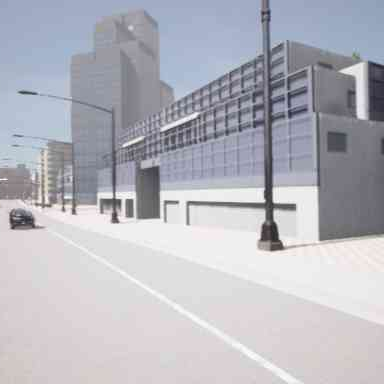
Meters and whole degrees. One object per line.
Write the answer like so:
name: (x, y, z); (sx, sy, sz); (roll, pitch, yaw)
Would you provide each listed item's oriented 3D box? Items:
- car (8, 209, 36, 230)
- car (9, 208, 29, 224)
car: (-14.852, 2.403, 29.158); (2.128, 1.511, 4.902); (-1, -1, -29)
car: (-19.929, 2.668, 38.244); (1.837, 1.490, 4.892); (0, 0, -29)
